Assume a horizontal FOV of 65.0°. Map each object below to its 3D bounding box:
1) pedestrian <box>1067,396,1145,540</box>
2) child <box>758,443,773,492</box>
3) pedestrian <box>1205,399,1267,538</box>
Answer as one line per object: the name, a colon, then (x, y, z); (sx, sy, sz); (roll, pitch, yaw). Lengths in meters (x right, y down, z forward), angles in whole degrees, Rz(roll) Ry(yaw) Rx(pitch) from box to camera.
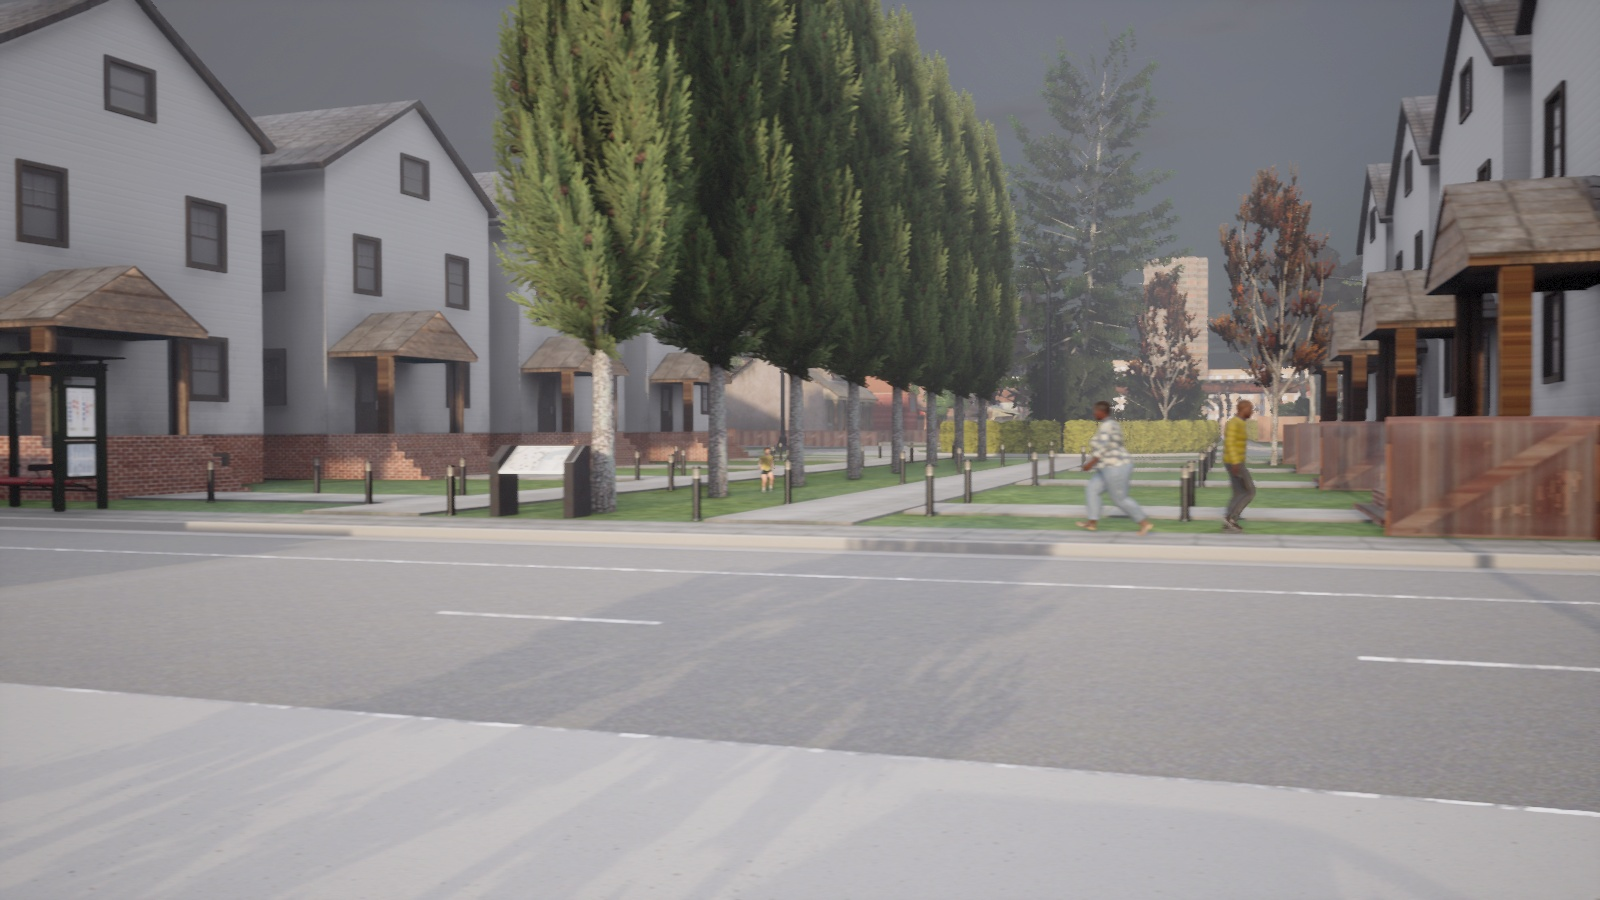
pedestrian: (4.096, 0.226, 16.785); (0.900, 1.855, 0.874); (1, 1, 21)
child: (-0.793, 0.404, 28.738); (0.255, 1.110, 0.394); (0, 1, -17)
pedestrian: (5.850, 0.236, 16.850); (0.726, 1.835, 0.370); (1, 1, 29)
